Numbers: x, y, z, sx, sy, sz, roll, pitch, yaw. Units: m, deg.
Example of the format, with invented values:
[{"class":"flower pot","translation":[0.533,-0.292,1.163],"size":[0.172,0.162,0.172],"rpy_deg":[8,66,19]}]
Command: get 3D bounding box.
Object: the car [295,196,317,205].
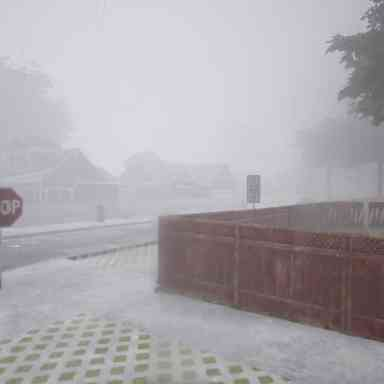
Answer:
[{"class":"car","translation":[15.698,1.352,45.659],"size":[1.837,1.490,4.892],"rpy_deg":[0,0,36]}]
